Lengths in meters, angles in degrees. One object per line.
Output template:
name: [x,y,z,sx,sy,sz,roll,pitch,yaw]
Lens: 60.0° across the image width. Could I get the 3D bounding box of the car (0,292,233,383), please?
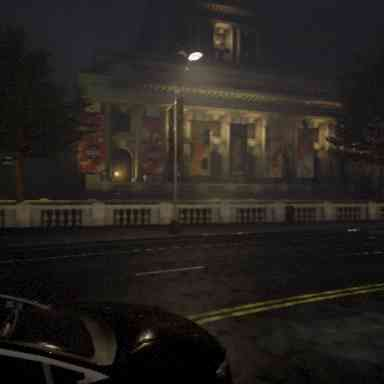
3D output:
car: [-1.858,1.473,2.252,4.902,1.511,2.128,1,0,-35]
